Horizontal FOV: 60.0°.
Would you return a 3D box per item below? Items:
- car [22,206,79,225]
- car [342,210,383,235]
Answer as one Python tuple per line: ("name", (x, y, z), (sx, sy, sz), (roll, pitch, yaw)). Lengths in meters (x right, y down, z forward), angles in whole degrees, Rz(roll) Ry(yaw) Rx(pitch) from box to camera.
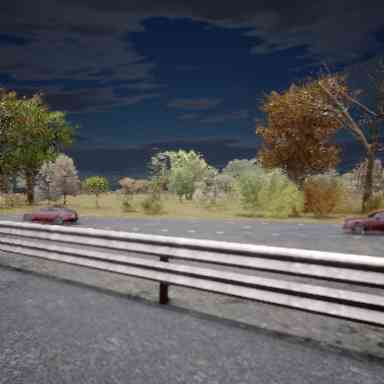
("car", (-11.012, 1.784, 25.965), (4.181, 1.385, 1.994), (0, 0, 15))
("car", (11.496, 1.831, 19.864), (4.674, 1.442, 1.812), (0, 0, 15))
